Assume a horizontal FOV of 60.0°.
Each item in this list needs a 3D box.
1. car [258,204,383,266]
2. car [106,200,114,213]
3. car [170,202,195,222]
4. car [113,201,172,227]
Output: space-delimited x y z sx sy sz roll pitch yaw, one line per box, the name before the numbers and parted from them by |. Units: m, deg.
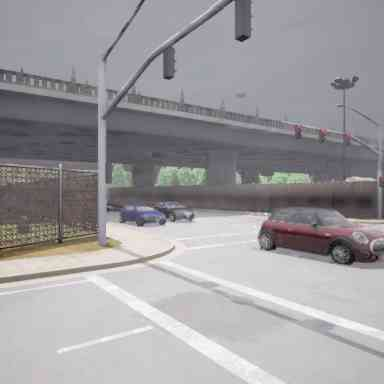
car | 4.600 1.378 11.964 2.097 1.767 4.553 0 0 -36
car | -9.283 1.619 37.431 1.994 1.385 4.181 0 0 -35
car | -1.715 1.547 26.828 2.128 1.511 4.902 0 0 -36
car | -3.605 1.581 23.490 1.812 1.442 4.674 0 0 -36
